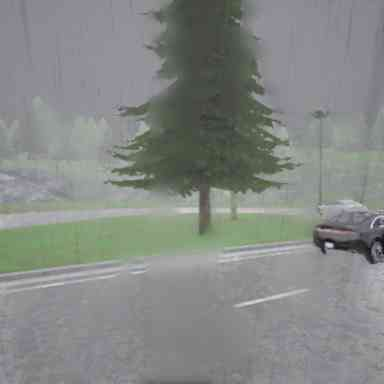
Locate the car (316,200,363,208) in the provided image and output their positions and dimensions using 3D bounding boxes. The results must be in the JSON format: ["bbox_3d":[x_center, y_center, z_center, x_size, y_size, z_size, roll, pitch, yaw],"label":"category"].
[{"bbox_3d":[12.027,1.354,26.979,1.812,1.442,4.674,0,0,-18],"label":"car"}]

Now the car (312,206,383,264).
[{"bbox_3d":[6.294,1.415,11.515,4.902,1.511,2.128,0,0,-32],"label":"car"}]
